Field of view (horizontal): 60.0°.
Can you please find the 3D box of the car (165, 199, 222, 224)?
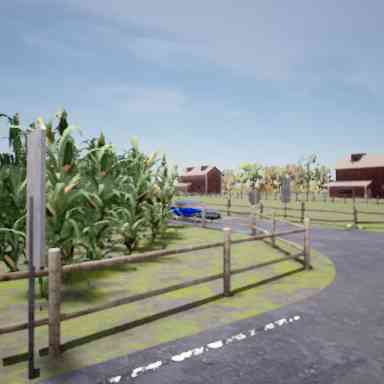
[{"bbox_3d":[0.019,1.283,23.483,1.882,1.535,5.008,1,0,-38],"label":"car"}]
